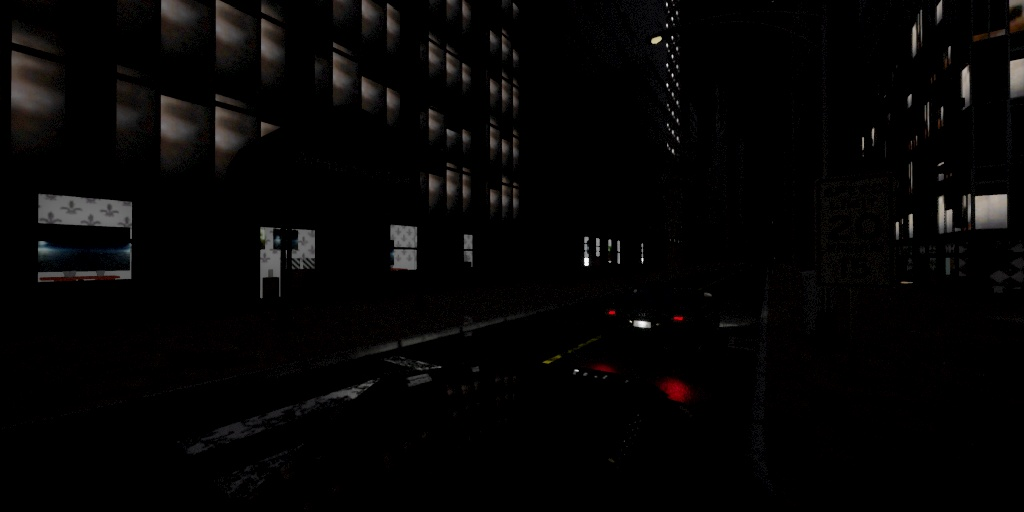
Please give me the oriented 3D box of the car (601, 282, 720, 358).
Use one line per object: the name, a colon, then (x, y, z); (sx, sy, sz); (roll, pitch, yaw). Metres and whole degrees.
car: (3.746, 1.323, 8.735); (1.994, 1.385, 4.181); (0, 0, 36)
